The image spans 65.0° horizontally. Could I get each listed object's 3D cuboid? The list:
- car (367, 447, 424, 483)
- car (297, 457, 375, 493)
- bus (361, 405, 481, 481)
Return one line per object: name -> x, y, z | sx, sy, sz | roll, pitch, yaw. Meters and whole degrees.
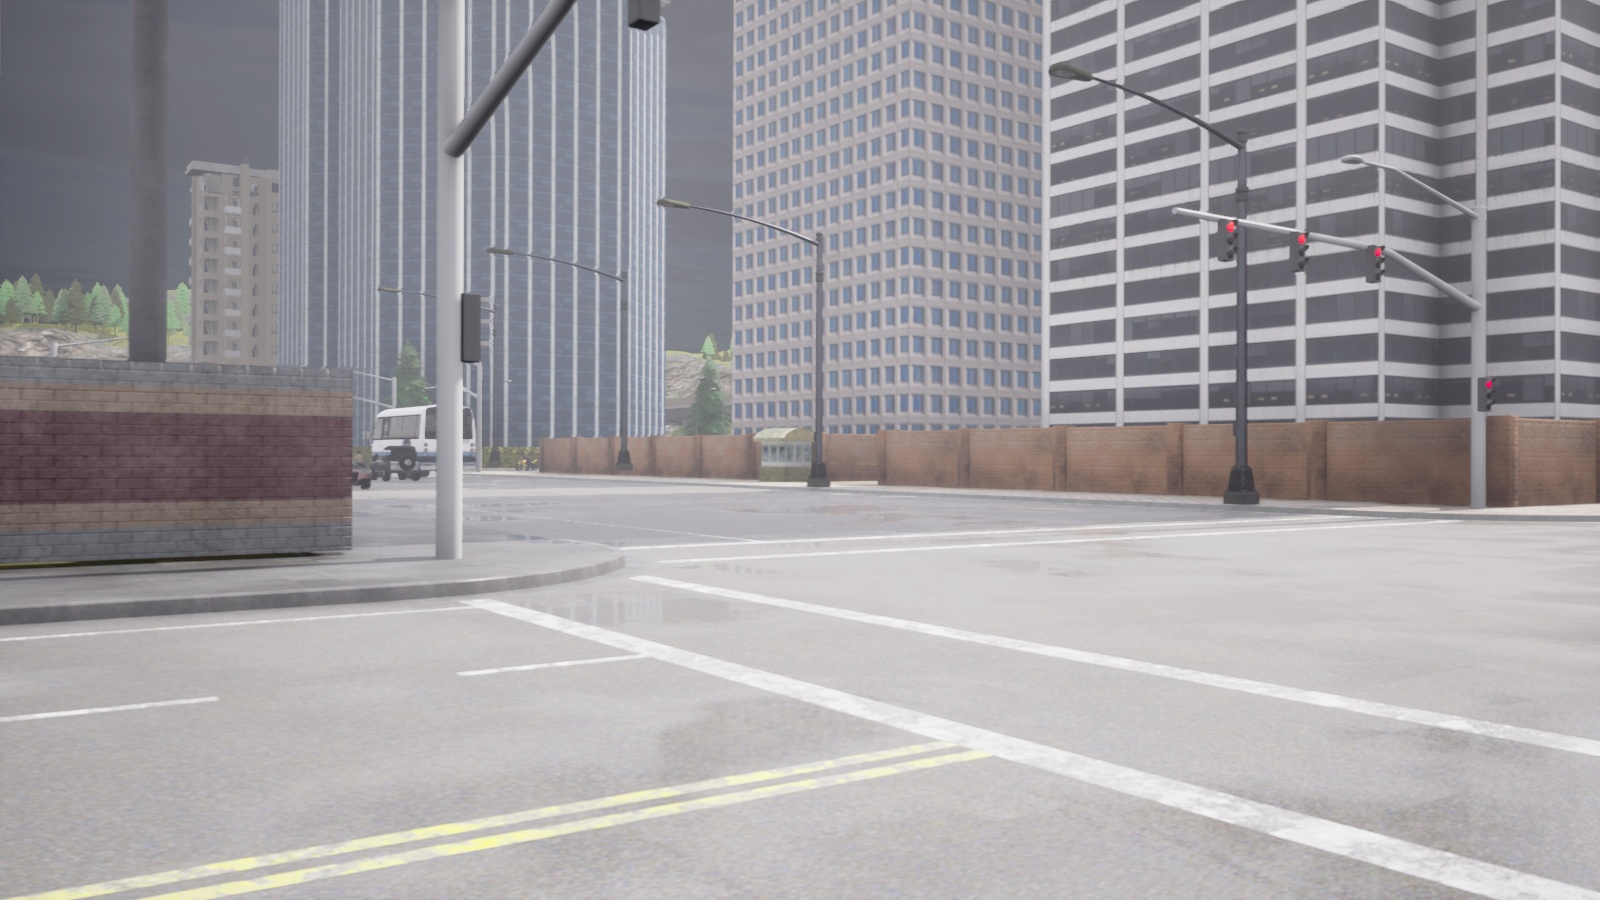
car -> -21.784, 0.789, 67.514 | 1.905, 1.878, 3.866 | 0, 0, -35
car -> -18.819, 0.997, 50.859 | 1.994, 1.385, 4.181 | 0, 0, -35
bus -> -22.899, -0.356, 75.305 | 3.944, 4.253, 10.273 | 0, 0, -35
